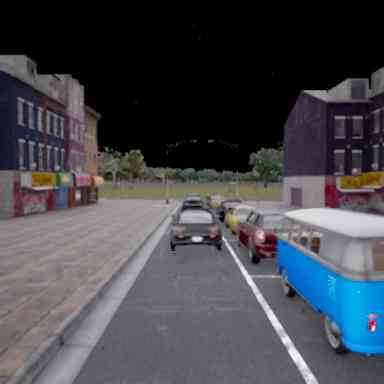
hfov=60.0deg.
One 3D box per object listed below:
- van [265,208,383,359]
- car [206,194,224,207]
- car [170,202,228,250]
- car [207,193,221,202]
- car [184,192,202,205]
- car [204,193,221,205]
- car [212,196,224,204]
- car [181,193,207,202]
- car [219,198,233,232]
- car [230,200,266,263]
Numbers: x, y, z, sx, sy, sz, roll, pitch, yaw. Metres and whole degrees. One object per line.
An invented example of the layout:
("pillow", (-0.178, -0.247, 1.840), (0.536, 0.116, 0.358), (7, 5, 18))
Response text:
("van", (2.620, 1.248, 5.711), (1.690, 1.788, 3.998), (-1, 1, 0))
("car", (2.645, 0.967, 38.906), (1.802, 1.307, 4.206), (-1, 1, 0))
("car", (0.117, 1.317, 13.049), (1.812, 1.442, 4.674), (0, 1, -1))
("car", (2.641, 0.994, 33.542), (1.752, 1.417, 4.829), (-1, 1, 0))
("car", (0.127, 0.814, 42.869), (2.128, 1.511, 4.902), (0, 1, 0))
("car", (2.648, 0.849, 44.437), (2.008, 1.369, 4.403), (-1, 1, 0))
("car", (2.635, 1.211, 22.310), (1.947, 1.339, 4.313), (-1, 1, 0))
("car", (0.116, 1.045, 28.982), (1.837, 1.490, 4.892), (0, 1, 0))
("car", (2.631, 1.255, 16.948), (1.752, 1.417, 4.829), (-1, 1, 0))
("car", (2.626, 1.260, 11.244), (1.967, 1.590, 4.097), (-1, 1, 0))
